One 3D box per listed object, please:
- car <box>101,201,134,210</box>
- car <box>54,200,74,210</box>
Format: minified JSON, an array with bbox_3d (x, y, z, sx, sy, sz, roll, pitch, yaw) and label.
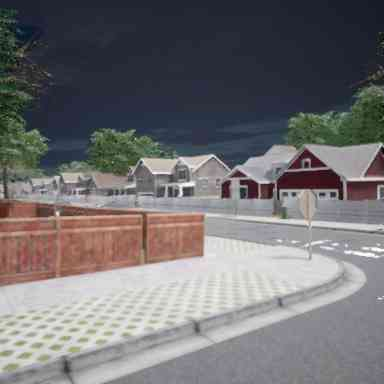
[{"bbox_3d":[-7.053,1.639,31.391,1.837,1.490,4.892,-2,1,-36],"label":"car"},{"bbox_3d":[-18.259,1.810,47.177,1.994,1.385,4.181,-2,1,-36],"label":"car"}]
